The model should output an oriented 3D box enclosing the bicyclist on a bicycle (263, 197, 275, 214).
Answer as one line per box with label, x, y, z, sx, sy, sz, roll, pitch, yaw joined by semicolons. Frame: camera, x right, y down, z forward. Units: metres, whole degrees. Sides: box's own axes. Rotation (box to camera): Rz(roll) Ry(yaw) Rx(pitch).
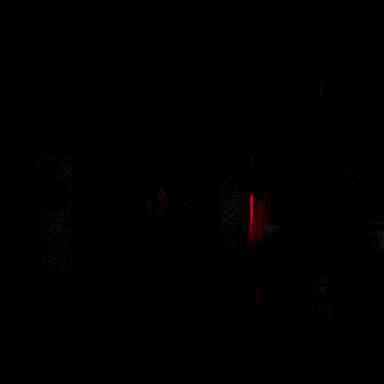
bicyclist on a bicycle;7.417;1.349;32.129;1.656;1.620;0.582;0;0;-36
